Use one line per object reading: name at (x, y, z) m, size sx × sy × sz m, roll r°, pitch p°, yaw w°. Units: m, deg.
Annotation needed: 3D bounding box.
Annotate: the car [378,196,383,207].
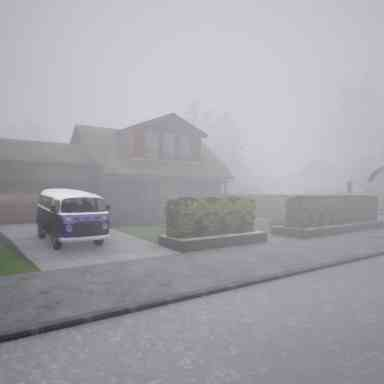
car at (24.582, 0.964, 41.404) m, size 3.866 × 1.878 × 1.905 m, roll 0°, pitch 0°, yaw -1°
